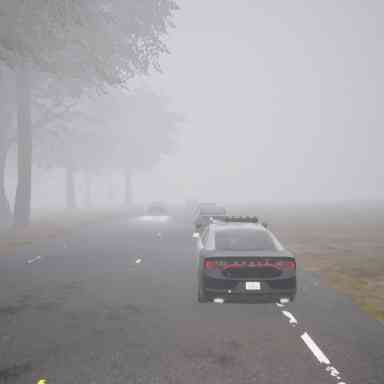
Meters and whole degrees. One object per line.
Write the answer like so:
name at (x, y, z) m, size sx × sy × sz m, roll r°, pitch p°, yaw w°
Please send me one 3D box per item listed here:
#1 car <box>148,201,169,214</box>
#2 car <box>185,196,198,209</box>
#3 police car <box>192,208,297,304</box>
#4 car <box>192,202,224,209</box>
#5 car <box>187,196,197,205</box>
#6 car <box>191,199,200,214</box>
car at (-3.474, 1.611, 34.857) m, size 1.895 × 1.301 × 4.718 m, roll 0°, pitch 0°, yaw 0°
car at (0.059, 1.580, 45.911) m, size 2.033 × 1.411 × 5.357 m, roll 0°, pitch 0°, yaw 0°
police car at (1.058, 1.423, 8.350) m, size 1.930 × 1.638 × 5.238 m, roll 0°, pitch 0°, yaw 0°
car at (1.065, 1.505, 18.243) m, size 1.837 × 1.490 × 4.892 m, roll 0°, pitch 0°, yaw 0°
car at (0.046, 1.578, 63.642) m, size 1.882 × 1.535 × 5.008 m, roll 0°, pitch 0°, yaw 0°
car at (1.069, 1.508, 24.245) m, size 1.837 × 1.490 × 4.892 m, roll 0°, pitch 0°, yaw 0°
